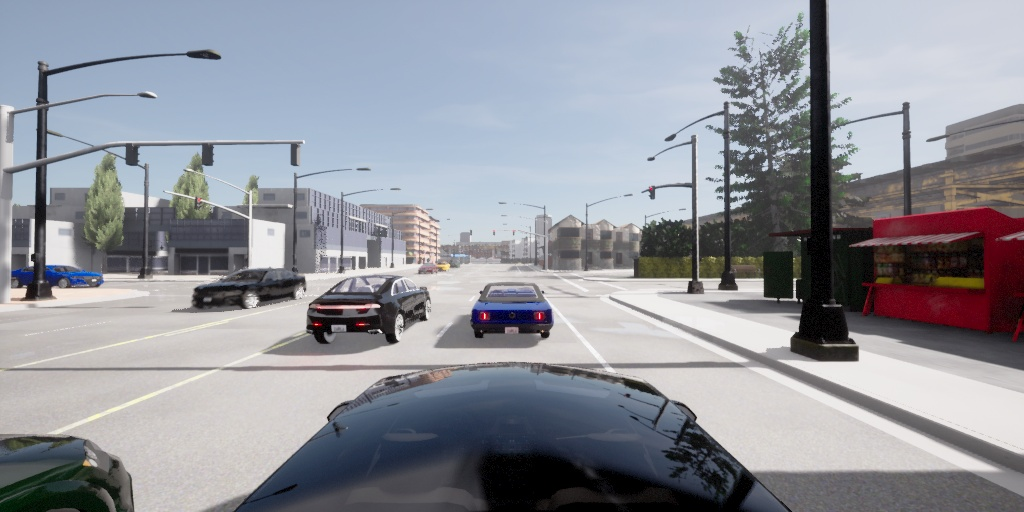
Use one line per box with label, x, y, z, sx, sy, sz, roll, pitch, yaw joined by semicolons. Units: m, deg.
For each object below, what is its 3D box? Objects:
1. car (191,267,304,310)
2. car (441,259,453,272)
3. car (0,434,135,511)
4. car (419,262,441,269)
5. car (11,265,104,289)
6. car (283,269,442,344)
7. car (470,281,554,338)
car;-10.722;1.264;15.081;1.882;1.535;5.008;0;0;-1
car;-11.112;1.647;56.959;1.882;1.535;5.008;0;0;0
car;-3.373;1.314;0.502;1.994;1.385;4.181;0;0;-1
car;-11.027;1.638;47.441;1.812;1.442;4.674;0;0;-1
car;-29.735;1.315;23.381;5.008;1.535;1.882;0;-1;0
car;-3.506;1.257;9.670;2.128;1.511;4.902;0;0;0
car;-0.006;1.365;10.147;1.895;1.301;4.718;0;0;0
